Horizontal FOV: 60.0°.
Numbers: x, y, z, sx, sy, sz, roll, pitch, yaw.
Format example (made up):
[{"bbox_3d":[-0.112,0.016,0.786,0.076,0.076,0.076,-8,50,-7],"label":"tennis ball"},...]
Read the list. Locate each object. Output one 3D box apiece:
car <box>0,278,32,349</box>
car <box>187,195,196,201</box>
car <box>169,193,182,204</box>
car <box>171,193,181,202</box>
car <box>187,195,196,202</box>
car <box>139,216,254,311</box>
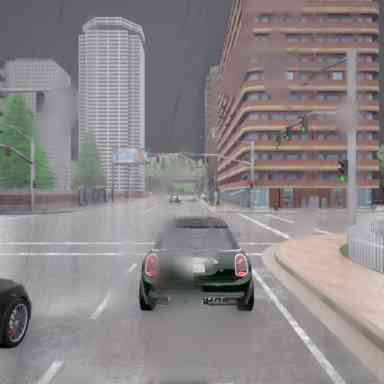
[{"bbox_3d":[-3.431,1.526,3.305,1.812,1.442,4.674,0,0,0],"label":"car"},{"bbox_3d":[-0.150,1.506,85.332,2.128,1.511,4.902,0,0,0],"label":"car"},{"bbox_3d":[-3.517,1.491,66.074,2.128,1.511,4.902,0,0,0],"label":"car"},{"bbox_3d":[-3.634,1.219,76.075,2.150,2.045,5.566,0,0,0],"label":"car"},{"bbox_3d":[-0.134,1.518,76.332,1.812,1.442,4.674,0,0,0],"label":"car"},{"bbox_3d":[0.099,1.352,7.924,2.097,1.767,4.553,0,0,1],"label":"car"}]
